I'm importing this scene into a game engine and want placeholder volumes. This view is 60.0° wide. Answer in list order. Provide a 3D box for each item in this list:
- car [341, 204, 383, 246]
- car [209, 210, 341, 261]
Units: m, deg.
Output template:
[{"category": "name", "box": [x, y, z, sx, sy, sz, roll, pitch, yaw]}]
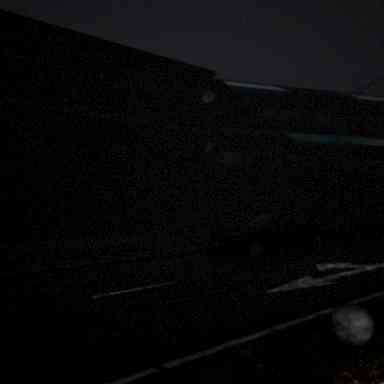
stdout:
[{"category": "car", "box": [7.552, 1.453, 15.198, 4.792, 1.488, 2.163, 0, 0, -31]}, {"category": "car", "box": [2.924, 1.448, 12.239, 5.008, 1.535, 2.097, 0, 0, -33]}]
